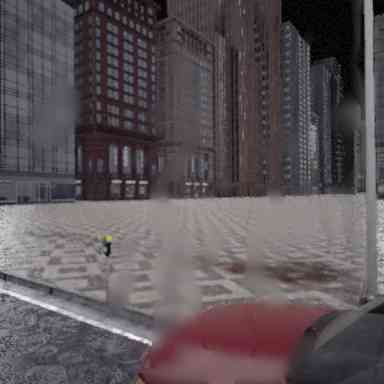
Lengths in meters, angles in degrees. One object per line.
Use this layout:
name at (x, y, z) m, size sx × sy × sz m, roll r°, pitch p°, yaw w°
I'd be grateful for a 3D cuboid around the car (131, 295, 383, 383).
car at (1.859, 1.315, 1.543) m, size 5.009 × 1.841 × 2.192 m, roll 0°, pitch -1°, yaw 35°
